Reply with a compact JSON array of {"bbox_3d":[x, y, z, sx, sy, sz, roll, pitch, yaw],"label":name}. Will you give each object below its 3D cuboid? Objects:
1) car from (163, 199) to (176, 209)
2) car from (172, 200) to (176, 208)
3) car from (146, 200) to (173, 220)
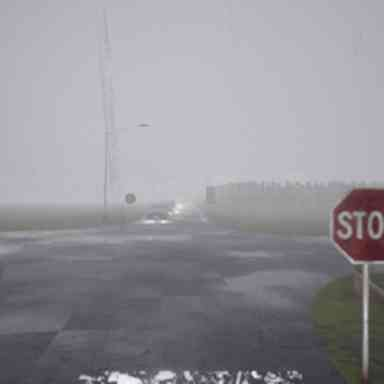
[{"bbox_3d":[-3.665,1.963,55.245,2.033,1.411,5.357,0,0,-2],"label":"car"},{"bbox_3d":[-3.367,1.875,42.975,2.033,1.411,5.357,0,0,-1],"label":"car"},{"bbox_3d":[-3.137,1.791,31.357,2.033,1.411,5.357,0,0,-1],"label":"car"}]
